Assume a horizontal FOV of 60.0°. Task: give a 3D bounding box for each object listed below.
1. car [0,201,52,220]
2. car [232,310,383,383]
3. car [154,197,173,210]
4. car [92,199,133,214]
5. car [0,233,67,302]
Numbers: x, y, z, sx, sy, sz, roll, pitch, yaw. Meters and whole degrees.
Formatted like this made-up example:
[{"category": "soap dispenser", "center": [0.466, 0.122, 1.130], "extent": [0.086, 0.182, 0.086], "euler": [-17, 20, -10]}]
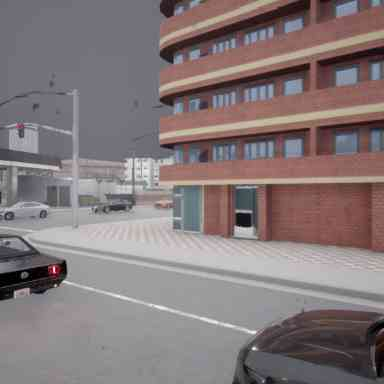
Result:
[{"category": "car", "center": [-14.193, 1.523, 27.981], "extent": [1.812, 1.442, 4.674], "euler": [0, 0, 34]}, {"category": "car", "center": [2.600, 1.514, 2.141], "extent": [4.892, 1.490, 1.837], "euler": [0, 0, 35]}, {"category": "car", "center": [-3.051, 1.393, 44.210], "extent": [2.097, 1.767, 4.553], "euler": [0, 0, 35]}, {"category": "car", "center": [-8.609, 1.510, 36.150], "extent": [2.128, 1.511, 4.902], "euler": [0, 0, 35]}, {"category": "car", "center": [-4.982, 1.599, 7.530], "extent": [4.718, 1.301, 1.895], "euler": [0, 0, 36]}]
